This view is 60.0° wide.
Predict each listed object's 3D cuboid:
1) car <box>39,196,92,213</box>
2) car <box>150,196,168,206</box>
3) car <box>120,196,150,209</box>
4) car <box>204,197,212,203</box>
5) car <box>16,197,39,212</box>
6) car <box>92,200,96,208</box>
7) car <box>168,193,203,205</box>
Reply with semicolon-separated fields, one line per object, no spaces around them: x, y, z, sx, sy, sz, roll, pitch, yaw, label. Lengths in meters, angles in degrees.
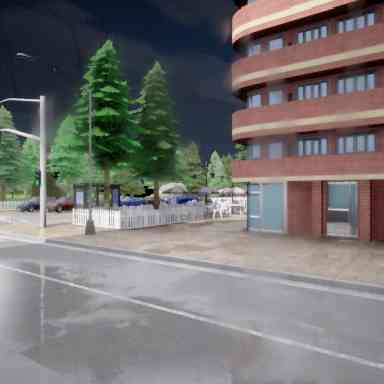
-13.645;1.296;36.113;2.097;1.767;4.553;0;0;36;car
-6.533;1.450;51.203;1.837;1.490;4.892;0;0;41;car
-8.237;1.422;43.557;1.882;1.535;5.008;0;0;37;car
1.468;1.508;58.675;4.181;1.385;1.994;0;0;-35;car
-17.130;1.296;37.251;2.097;1.767;4.553;0;0;35;car
-12.095;1.508;44.222;1.994;1.385;4.181;0;0;35;car
-1.415;1.166;51.748;5.566;2.045;2.150;0;0;-44;car
